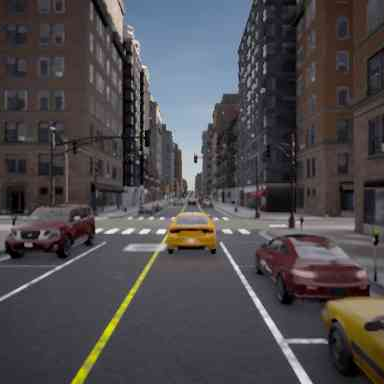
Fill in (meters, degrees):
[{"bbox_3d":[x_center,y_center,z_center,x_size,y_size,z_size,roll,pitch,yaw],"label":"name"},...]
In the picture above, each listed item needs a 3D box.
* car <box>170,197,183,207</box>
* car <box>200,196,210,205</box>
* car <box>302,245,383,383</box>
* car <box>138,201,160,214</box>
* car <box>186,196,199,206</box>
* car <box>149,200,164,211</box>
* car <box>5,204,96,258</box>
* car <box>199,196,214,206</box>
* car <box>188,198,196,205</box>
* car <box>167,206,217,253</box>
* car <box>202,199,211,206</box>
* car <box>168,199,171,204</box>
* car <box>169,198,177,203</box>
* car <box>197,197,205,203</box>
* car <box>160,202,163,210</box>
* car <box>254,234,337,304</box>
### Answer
[{"bbox_3d":[-2.772,2.212,66.758,1.994,1.385,4.181,0,-1,0],"label":"car"},{"bbox_3d":[2.971,1.972,77.003,2.150,2.045,5.566,0,-1,0],"label":"car"},{"bbox_3d":[2.637,1.554,2.805,1.752,1.417,4.829,0,-1,0],"label":"car"},{"bbox_3d":[-5.393,1.944,39.930,2.008,1.369,4.403,0,-1,0],"label":"car"},{"bbox_3d":[-0.005,2.139,64.953,1.837,1.490,4.892,0,0,0],"label":"car"},{"bbox_3d":[-5.394,2.022,50.667,1.752,1.417,4.829,0,-1,0],"label":"car"},{"bbox_3d":[-5.390,1.449,13.470,2.192,1.841,5.009,0,-1,0],"label":"car"},{"bbox_3d":[2.630,1.990,56.286,1.967,1.590,4.097,0,-1,0],"label":"car"},{"bbox_3d":[-0.011,2.201,79.546,1.882,1.535,5.008,0,-1,0],"label":"car"},{"bbox_3d":[0.057,1.621,14.468,1.882,1.535,5.008,0,0,2],"label":"car"},{"bbox_3d":[3.011,2.182,69.970,1.837,1.490,4.892,0,-1,0],"label":"car"},{"bbox_3d":[-5.399,2.381,88.842,1.752,1.417,4.829,0,-1,0],"label":"car"},{"bbox_3d":[-5.400,2.493,94.465,1.802,1.307,4.206,0,-1,0],"label":"car"},{"bbox_3d":[2.624,2.226,94.465,2.192,1.841,5.009,0,-1,0],"label":"car"},{"bbox_3d":[-5.393,1.991,45.384,1.887,1.381,4.507,0,-1,0],"label":"car"},{"bbox_3d":[2.636,1.662,8.047,1.802,1.307,4.206,0,-1,0],"label":"car"}]
